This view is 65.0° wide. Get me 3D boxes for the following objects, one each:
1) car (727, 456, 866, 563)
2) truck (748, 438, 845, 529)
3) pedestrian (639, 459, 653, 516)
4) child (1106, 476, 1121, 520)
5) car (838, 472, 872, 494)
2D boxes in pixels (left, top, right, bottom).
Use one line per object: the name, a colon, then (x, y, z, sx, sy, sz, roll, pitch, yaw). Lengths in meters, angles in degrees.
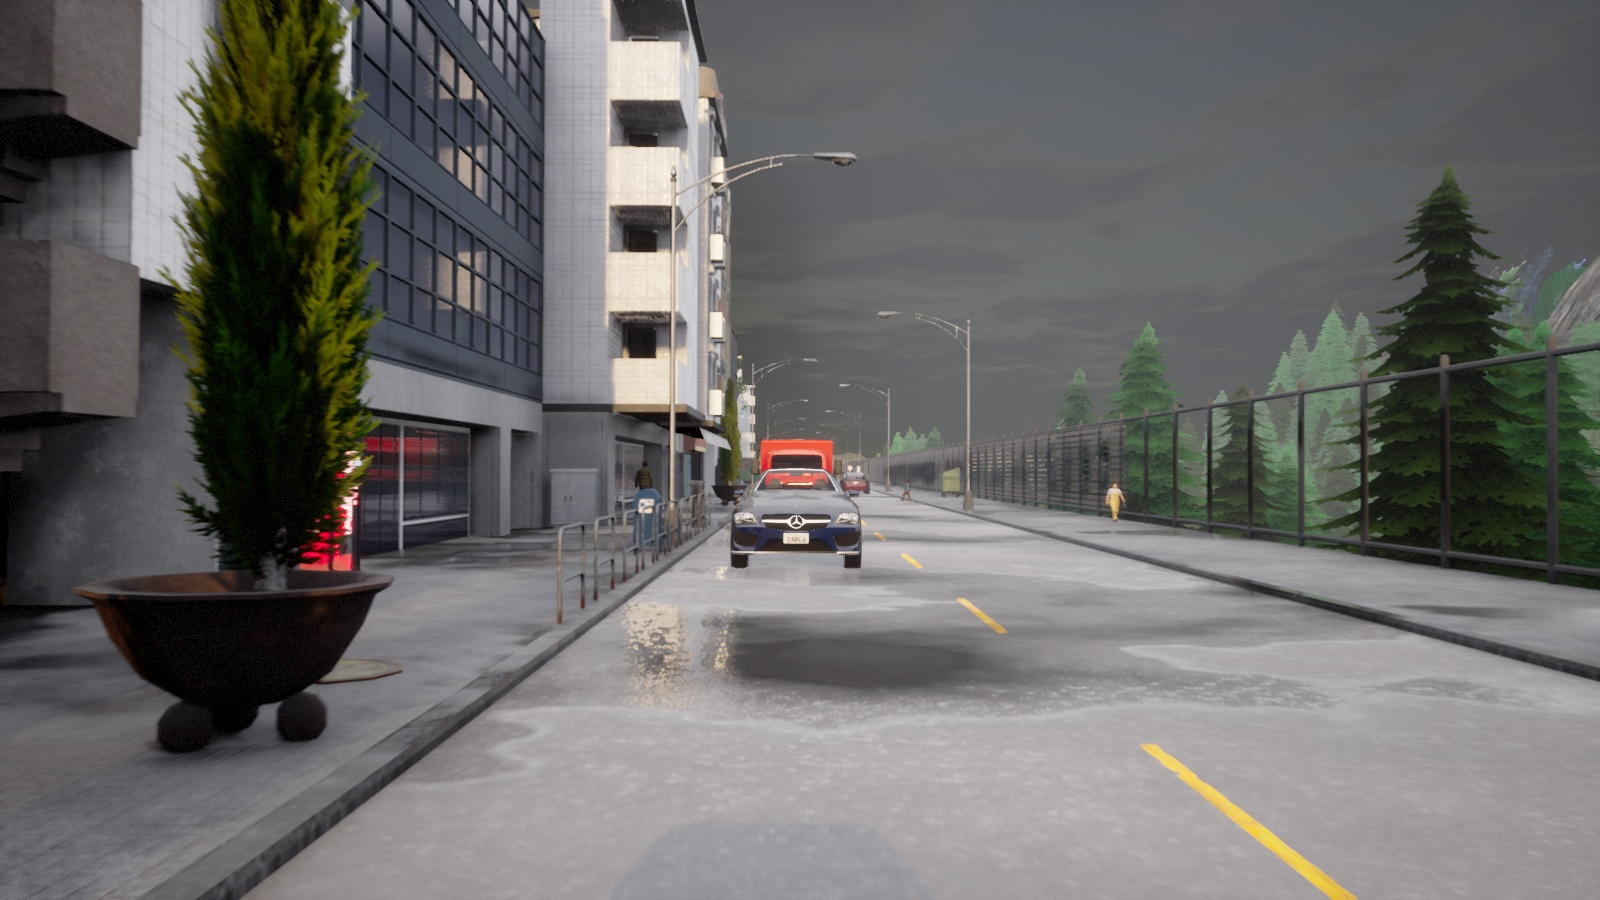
car: (-0.057, 0.962, 21.983, 2.152, 1.651, 5.027, 0, -1, 0)
truck: (-0.096, 0.945, 36.836, 2.627, 2.467, 5.204, 0, -1, 0)
pedestrian: (-4.988, 1.228, 40.794, 0.370, 1.835, 0.726, 0, -1, 0)
child: (9.094, 1.378, 36.415, 0.270, 1.263, 0.437, 0, -1, -6)
car: (3.775, 2.262, 87.349, 2.163, 1.488, 4.792, 0, -1, 0)
